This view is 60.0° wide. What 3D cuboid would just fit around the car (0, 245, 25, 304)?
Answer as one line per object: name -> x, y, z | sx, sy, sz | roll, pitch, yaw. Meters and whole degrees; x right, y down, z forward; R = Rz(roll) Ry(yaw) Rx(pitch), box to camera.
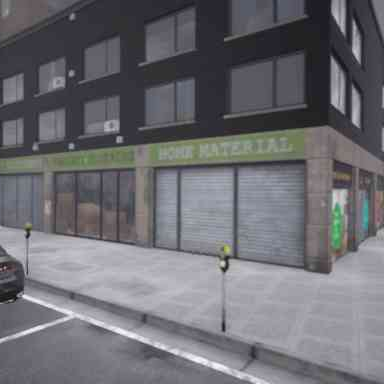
car -> -5.075, 1.480, 6.678 | 4.403, 1.369, 2.008 | 1, 0, 35
